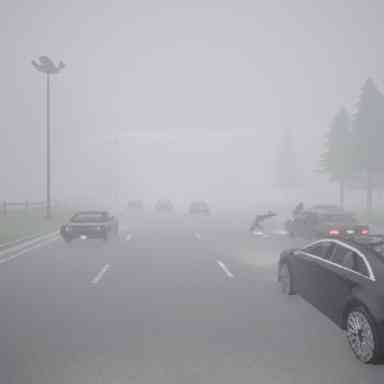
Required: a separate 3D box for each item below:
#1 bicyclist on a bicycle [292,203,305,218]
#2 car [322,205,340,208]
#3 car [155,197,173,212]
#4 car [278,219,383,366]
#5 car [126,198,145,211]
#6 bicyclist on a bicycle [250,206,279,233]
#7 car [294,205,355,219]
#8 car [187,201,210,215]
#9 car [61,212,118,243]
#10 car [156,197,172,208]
[{"bbox_3d":[6.406,1.467,19.802,1.656,1.620,0.582,2,-4,-28],"label":"bicyclist on a bicycle"},{"bbox_3d":[8.747,1.548,22.192,2.033,1.411,5.357,0,0,-5],"label":"car"},{"bbox_3d":[-3.203,1.601,38.048,1.895,1.301,4.718,0,0,-5],"label":"car"},{"bbox_3d":[3.018,1.491,5.827,2.128,1.511,4.902,0,0,-4],"label":"car"},{"bbox_3d":[-7.031,1.526,41.591,1.812,1.442,4.674,0,0,-5],"label":"car"},{"bbox_3d":[3.874,1.659,18.023,1.620,1.656,0.582,-18,23,-13],"label":"bicyclist on a bicycle"},{"bbox_3d":[5.816,1.547,14.999,2.033,1.411,5.357,0,0,-3],"label":"car"},{"bbox_3d":[0.633,1.563,34.417,1.994,1.385,4.181,0,0,-5],"label":"car"},{"bbox_3d":[-4.781,1.601,16.237,1.895,1.301,4.718,0,0,-5],"label":"car"},{"bbox_3d":[-4.099,1.491,48.103,2.128,1.511,4.902,0,0,-6],"label":"car"}]
